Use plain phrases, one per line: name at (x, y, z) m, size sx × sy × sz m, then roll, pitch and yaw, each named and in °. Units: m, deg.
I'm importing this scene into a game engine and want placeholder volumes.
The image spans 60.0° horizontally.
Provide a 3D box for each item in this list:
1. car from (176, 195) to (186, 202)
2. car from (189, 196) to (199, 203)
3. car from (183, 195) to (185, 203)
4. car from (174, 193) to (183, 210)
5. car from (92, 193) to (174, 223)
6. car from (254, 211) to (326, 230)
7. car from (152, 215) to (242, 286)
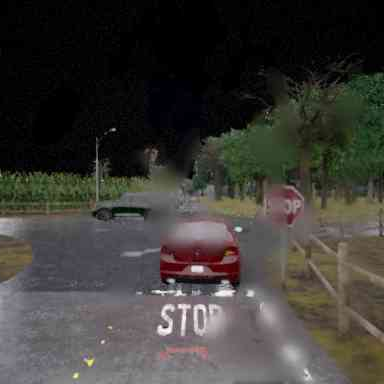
car at (-2.374, 1.370, 74.591) m, size 2.033 × 1.411 × 5.357 m, roll 0°, pitch 0°, yaw 0°
car at (0.396, 1.422, 62.648) m, size 1.994 × 1.385 × 4.181 m, roll 0°, pitch 0°, yaw 0°
car at (-2.604, 1.102, 51.913) m, size 2.150 × 2.045 × 5.566 m, roll 0°, pitch 0°, yaw 1°
car at (-2.700, 1.124, 41.406) m, size 2.150 × 2.045 × 5.566 m, roll 0°, pitch 0°, yaw 1°
car at (-4.392, 1.132, 24.284) m, size 5.566 × 2.045 × 2.150 m, roll 1°, pitch 0°, yaw 0°
car at (5.999, 1.573, 20.561) m, size 4.181 × 1.385 × 1.994 m, roll 1°, pitch -1°, yaw 0°
car at (0.390, 1.453, 9.442) m, size 1.882 × 1.535 × 5.008 m, roll 0°, pitch 0°, yaw 6°
